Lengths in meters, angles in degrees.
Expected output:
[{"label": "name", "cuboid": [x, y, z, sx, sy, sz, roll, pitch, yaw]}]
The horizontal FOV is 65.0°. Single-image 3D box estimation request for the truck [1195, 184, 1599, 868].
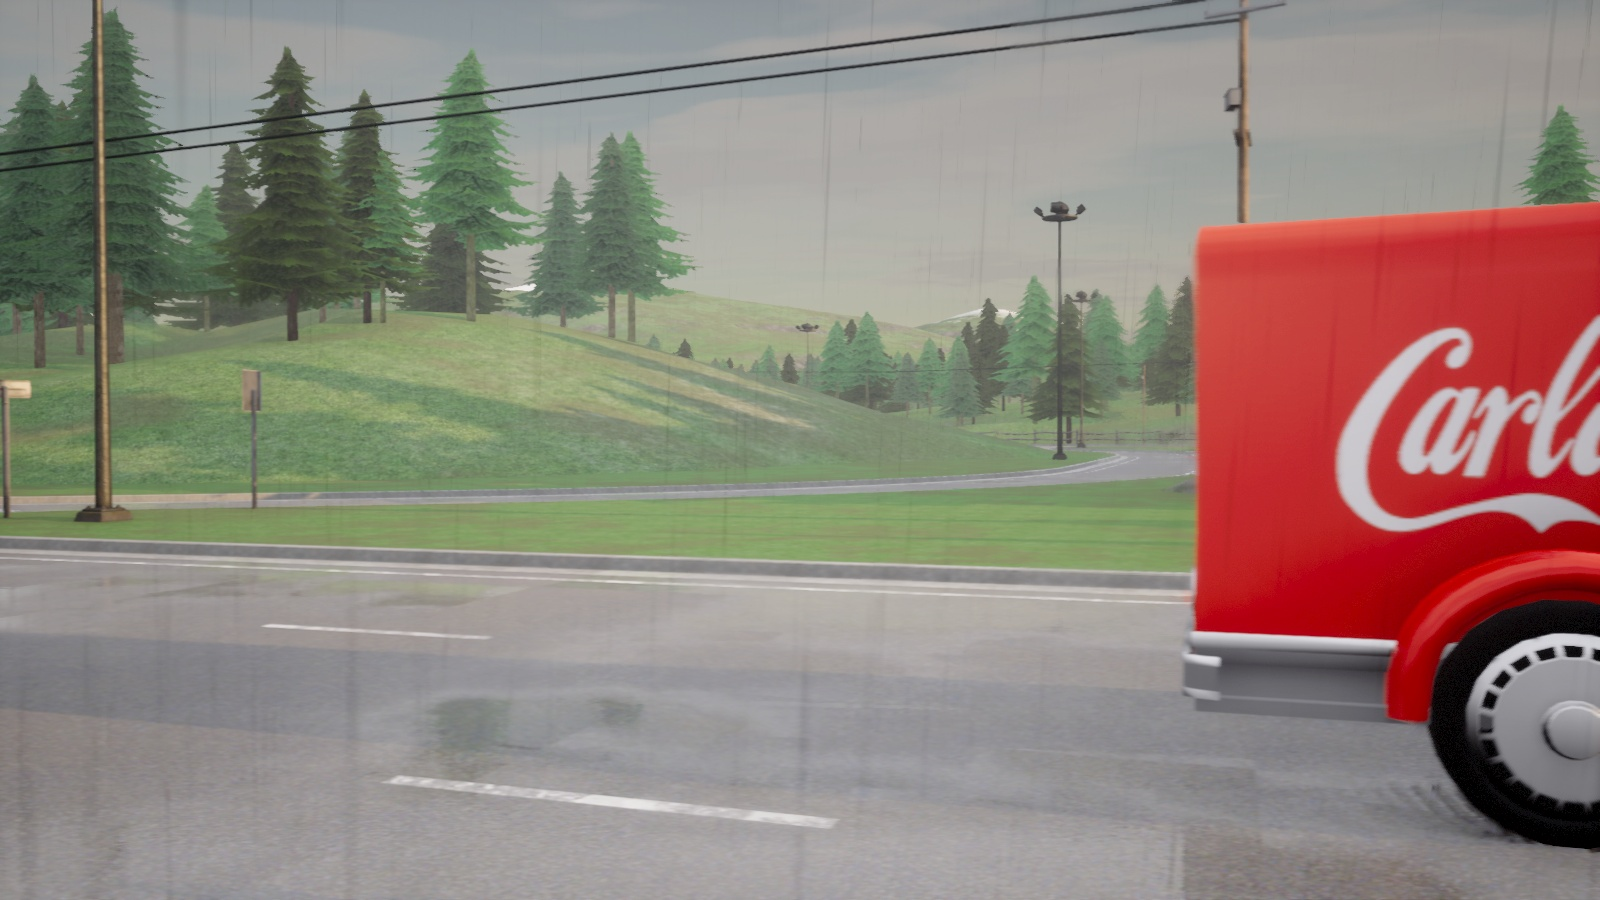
[{"label": "truck", "cuboid": [4.457, 0.270, 5.379, 5.204, 2.467, 2.627, 1, 1, 19]}]
